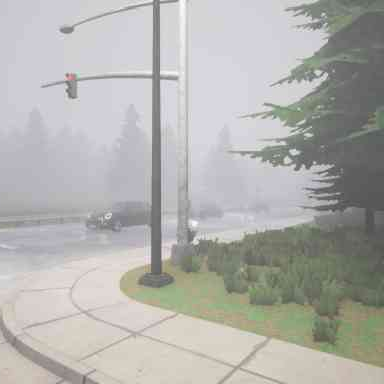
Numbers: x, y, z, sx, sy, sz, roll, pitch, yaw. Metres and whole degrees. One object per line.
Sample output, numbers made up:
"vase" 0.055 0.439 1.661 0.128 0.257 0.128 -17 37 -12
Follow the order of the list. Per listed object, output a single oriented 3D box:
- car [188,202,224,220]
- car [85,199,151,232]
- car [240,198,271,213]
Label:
"car" 0.906 1.537 27.613 1.994 1.385 4.181 0 0 36
"car" -4.189 1.325 20.242 2.097 1.767 4.553 0 0 34
"car" 6.941 1.465 36.264 2.128 1.511 4.902 0 0 35
